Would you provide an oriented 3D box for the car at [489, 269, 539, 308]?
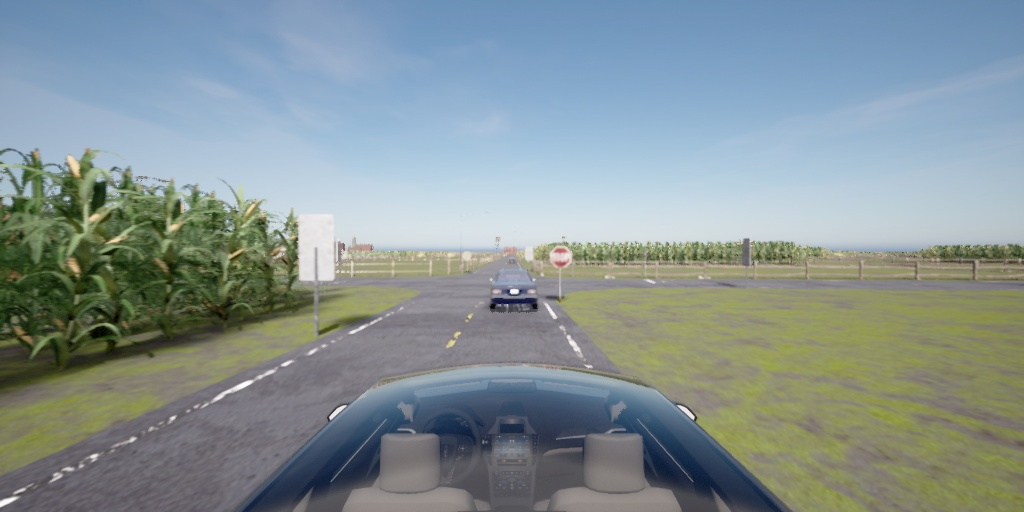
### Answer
[{"bbox_3d":[0.038,1.254,14.831,2.033,1.411,5.357,0,0,-1],"label":"car"}]
